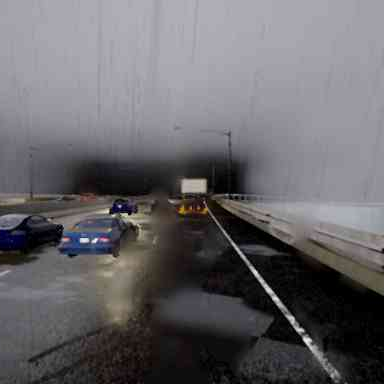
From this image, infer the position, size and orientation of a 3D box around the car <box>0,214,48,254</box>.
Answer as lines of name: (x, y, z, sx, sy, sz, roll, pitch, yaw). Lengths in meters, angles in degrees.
car: (-6.855, 1.577, 13.611, 1.994, 1.385, 4.181, 0, 0, 0)

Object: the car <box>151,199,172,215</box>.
car: (-3.155, 1.510, 35.045, 1.882, 1.535, 5.008, 0, 0, 1)

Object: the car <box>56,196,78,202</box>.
car: (-23.773, 1.531, 62.550, 1.882, 1.535, 5.008, 0, 0, 2)

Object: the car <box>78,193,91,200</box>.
car: (-20.235, 1.275, 64.035, 2.150, 2.045, 5.566, 0, 0, 1)

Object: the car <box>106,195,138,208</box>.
car: (-6.680, 1.383, 33.007, 2.097, 1.767, 4.553, 0, 0, 1)

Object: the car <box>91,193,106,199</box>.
car: (-16.785, 1.405, 62.457, 2.097, 1.767, 4.553, 0, 0, 2)

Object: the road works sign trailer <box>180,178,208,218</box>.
road works sign trailer: (0.176, 0.493, 30.161, 2.380, 3.560, 2.880, 0, 0, 1)

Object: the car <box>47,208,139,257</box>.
car: (-3.361, 1.561, 12.929, 2.033, 1.411, 5.357, 0, 0, 0)
